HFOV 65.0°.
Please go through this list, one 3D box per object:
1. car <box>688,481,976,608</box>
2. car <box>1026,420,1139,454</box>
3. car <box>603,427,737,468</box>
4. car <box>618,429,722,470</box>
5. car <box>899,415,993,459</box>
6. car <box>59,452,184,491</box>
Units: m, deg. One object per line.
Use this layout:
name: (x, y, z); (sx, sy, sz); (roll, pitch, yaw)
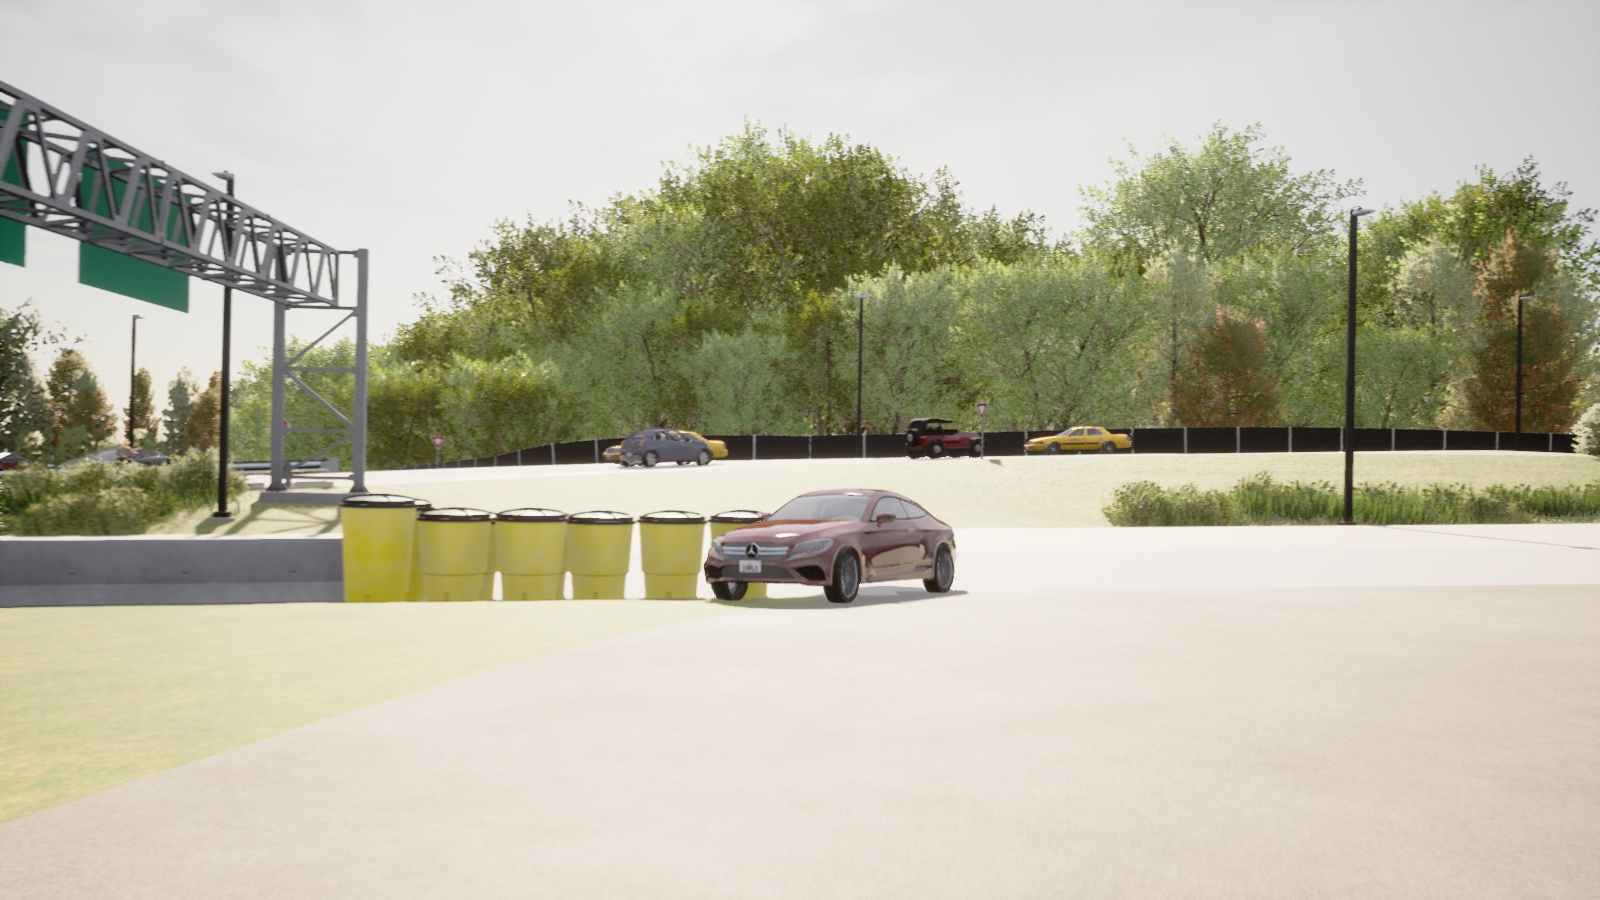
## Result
car: (0.603, 1.229, 16.757); (1.812, 1.442, 4.674); (-3, -4, 30)
car: (14.567, -0.675, 64.985); (5.366, 1.575, 1.801); (-2, 0, -6)
car: (-5.433, -0.110, 52.847); (5.366, 1.575, 1.801); (-2, 1, -35)
car: (-5.118, -0.015, 49.631); (3.633, 1.501, 1.845); (-2, 1, -41)
car: (6.734, -0.603, 57.911); (3.866, 1.878, 1.905); (-2, 0, -28)
car: (-29.440, 0.896, 54.692); (2.163, 1.488, 4.792); (-3, 0, 11)
